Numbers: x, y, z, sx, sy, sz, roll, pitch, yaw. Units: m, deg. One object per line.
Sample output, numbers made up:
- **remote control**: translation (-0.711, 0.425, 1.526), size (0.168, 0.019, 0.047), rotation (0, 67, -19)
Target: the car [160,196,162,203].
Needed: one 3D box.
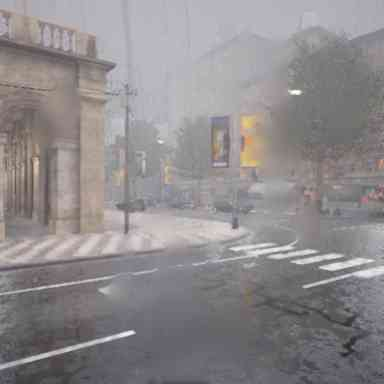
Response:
- **car**: translation (-6.739, 1.601, 64.621), size (1.837, 1.490, 4.892), rotation (0, 0, -35)

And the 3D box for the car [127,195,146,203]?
- **car**: translation (-12.019, 1.454, 72.118), size (2.128, 1.511, 4.902), rotation (0, 0, -35)

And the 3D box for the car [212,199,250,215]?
- **car**: translation (4.058, 1.577, 35.226), size (1.837, 1.490, 4.892), rotation (0, 0, -35)

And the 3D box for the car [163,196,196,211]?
- **car**: translation (-1.406, 1.563, 42.985), size (2.128, 1.511, 4.902), rotation (0, 0, -35)

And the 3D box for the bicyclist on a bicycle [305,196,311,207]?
- **bicyclist on a bicycle**: translation (17.461, 1.433, 50.031), size (1.656, 1.620, 0.582), rotation (0, 0, -35)

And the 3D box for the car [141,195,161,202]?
- **car**: translation (-9.157, 1.479, 74.134), size (2.033, 1.411, 5.357), rotation (0, 0, -35)

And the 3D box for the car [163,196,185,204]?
- **car**: translation (-3.637, 1.599, 66.296), size (2.128, 1.511, 4.902), rotation (0, 0, -35)

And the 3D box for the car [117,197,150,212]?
- **car**: translation (-7.263, 1.646, 39.751), size (1.895, 1.301, 4.718), rotation (0, 0, -35)

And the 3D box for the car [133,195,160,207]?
- **car**: translation (-7.289, 1.424, 51.357), size (2.097, 1.767, 4.553), rotation (0, 0, -35)
